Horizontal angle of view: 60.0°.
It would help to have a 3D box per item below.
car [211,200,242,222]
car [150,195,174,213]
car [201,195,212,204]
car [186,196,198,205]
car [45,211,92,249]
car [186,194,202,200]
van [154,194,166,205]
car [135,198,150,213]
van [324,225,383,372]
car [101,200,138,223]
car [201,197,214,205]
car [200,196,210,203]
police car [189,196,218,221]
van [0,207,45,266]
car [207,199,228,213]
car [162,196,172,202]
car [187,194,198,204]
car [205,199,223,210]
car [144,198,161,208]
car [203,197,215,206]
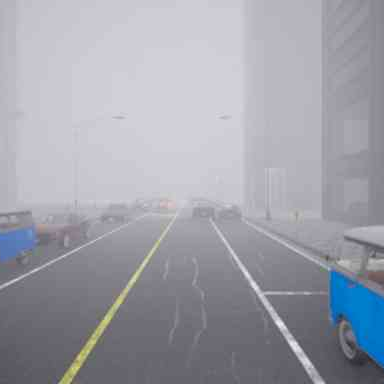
[{"bbox_3d":[2.763,1.548,25.828,1.887,1.381,4.507,0,0,0],"label":"car"},{"bbox_3d":[-3.089,1.354,36.742,2.097,1.767,4.553,0,0,0],"label":"car"},{"bbox_3d":[2.767,1.427,65.313,1.967,1.590,4.097,0,0,0],"label":"car"},{"bbox_3d":[0.007,1.537,62.066,2.033,1.411,5.357,0,0,0],"label":"car"},{"bbox_3d":[-5.764,1.547,14.545,1.887,1.381,4.507,0,0,0],"label":"car"},{"bbox_3d":[0.576,1.265,84.109,1.882,1.535,5.008,0,0,32],"label":"car"},{"bbox_3d":[-5.759,1.332,59.672,1.690,1.788,3.998,0,0,0],"label":"van"},{"bbox_3d":[-5.762,1.442,37.107,1.967,1.590,4.097,0,0,0],"label":"car"},{"bbox_3d":[2.760,1.342,3.265,1.690,1.788,3.998,0,0,0],"label":"van"},{"bbox_3d":[-5.762,1.569,25.826,1.947,1.339,4.313,0,0,0],"label":"car"},{"bbox_3d":[2.767,1.542,59.672,2.008,1.369,4.403,0,0,0],"label":"car"},{"bbox_3d":[2.768,1.532,70.954,2.008,1.369,4.403,0,0,0],"label":"car"},{"bbox_3d":[0.891,1.430,27.673,1.930,1.638,5.238,0,0,0],"label":"police car"},{"bbox_3d":[-5.765,1.343,8.904,1.690,1.788,3.998,0,0,0],"label":"van"},{"bbox_3d":[2.764,1.553,37.109,2.008,1.369,4.403,0,0,0],"label":"car"},{"bbox_3d":[-5.757,1.528,76.595,2.008,1.369,4.403,0,0,0],"label":"car"},{"bbox_3d":[0.753,1.352,43.534,2.097,1.767,4.553,0,0,0],"label":"car"},{"bbox_3d":[2.765,1.566,42.749,1.947,1.339,4.313,0,0,0],"label":"car"},{"bbox_3d":[-5.760,1.564,48.390,1.947,1.339,4.313,0,0,0],"label":"car"},{"bbox_3d":[2.766,1.520,54.201,1.752,1.417,4.829,0,0,0],"label":"car"}]
